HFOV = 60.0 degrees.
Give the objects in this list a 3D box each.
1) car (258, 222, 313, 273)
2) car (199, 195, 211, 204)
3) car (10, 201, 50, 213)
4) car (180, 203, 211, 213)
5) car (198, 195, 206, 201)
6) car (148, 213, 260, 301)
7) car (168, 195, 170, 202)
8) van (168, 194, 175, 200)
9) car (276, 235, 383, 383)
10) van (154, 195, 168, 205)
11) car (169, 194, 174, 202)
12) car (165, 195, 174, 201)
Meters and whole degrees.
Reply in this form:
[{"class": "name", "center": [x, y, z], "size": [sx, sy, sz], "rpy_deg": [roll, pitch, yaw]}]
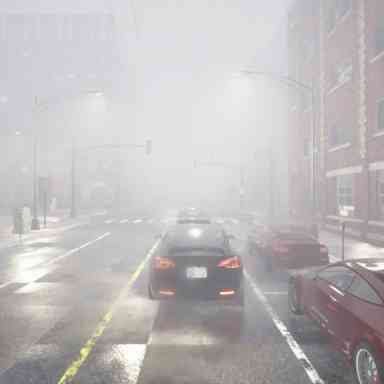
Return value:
[{"class": "car", "center": [2.820, 1.585, 10.333], "size": [1.802, 1.307, 4.206], "rpy_deg": [1, 0, 0]}, {"class": "car", "center": [2.604, 1.544, 59.757], "size": [1.752, 1.417, 4.829], "rpy_deg": [1, 0, 0]}, {"class": "car", "center": [-18.774, 1.730, 38.681], "size": [4.313, 1.339, 1.947], "rpy_deg": [0, -1, 0]}, {"class": "car", "center": [0.072, 1.552, 17.648], "size": [2.033, 1.411, 5.357], "rpy_deg": [0, 0, -1]}, {"class": "car", "center": [2.557, 1.597, 87.848], "size": [1.947, 1.339, 4.313], "rpy_deg": [1, 0, 0]}, {"class": "car", "center": [0.086, 1.506, 8.376], "size": [2.163, 1.488, 4.792], "rpy_deg": [0, 0, 0]}, {"class": "car", "center": [-5.786, 1.602, 65.264], "size": [1.802, 1.307, 4.206], "rpy_deg": [1, 0, 0]}, {"class": "van", "center": [-5.829, 1.376, 93.526], "size": [1.690, 1.788, 3.998], "rpy_deg": [1, 0, 0]}, {"class": "car", "center": [2.660, 1.583, 4.677], "size": [1.802, 1.307, 4.206], "rpy_deg": [1, 0, 0]}, {"class": "van", "center": [-5.773, 1.359, 59.612], "size": [1.690, 1.788, 3.998], "rpy_deg": [1, 0, 0]}, {"class": "car", "center": [-5.805, 1.607, 76.568], "size": [1.802, 1.307, 4.206], "rpy_deg": [1, 0, 0]}, {"class": "car", "center": [-5.822, 1.582, 87.873], "size": [2.008, 1.369, 4.403], "rpy_deg": [1, 0, 0]}]
